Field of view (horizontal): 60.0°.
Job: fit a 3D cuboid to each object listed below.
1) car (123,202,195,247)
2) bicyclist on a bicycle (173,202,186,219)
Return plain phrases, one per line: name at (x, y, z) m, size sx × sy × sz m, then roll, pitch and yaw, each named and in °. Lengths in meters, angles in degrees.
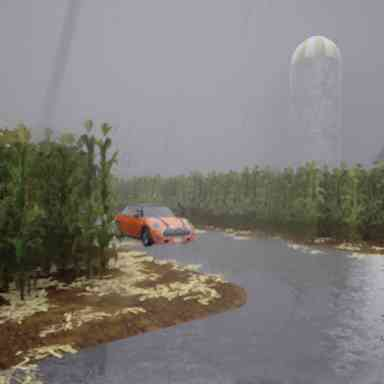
car at (-1.796, 1.354, 15.157) m, size 2.097 × 1.767 × 4.553 m, roll 1°, pitch -1°, yaw -34°
bicyclist on a bicycle at (-0.897, 1.566, 25.228) m, size 1.656 × 1.620 × 0.582 m, roll 2°, pitch 0°, yaw -35°
